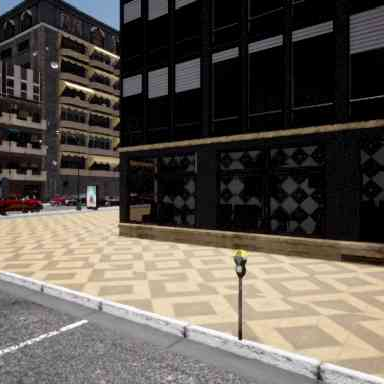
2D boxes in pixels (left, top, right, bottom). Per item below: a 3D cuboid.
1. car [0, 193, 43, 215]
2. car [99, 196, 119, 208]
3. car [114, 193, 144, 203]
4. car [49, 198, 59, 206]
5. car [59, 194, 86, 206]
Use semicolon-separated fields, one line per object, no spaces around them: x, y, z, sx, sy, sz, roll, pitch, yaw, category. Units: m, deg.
-15.571;1.029;28.771;2.192;1.841;5.009;1;2;35;car
-9.197;1.073;37.857;1.947;1.339;4.313;1;2;35;car
-9.718;0.834;51.698;2.008;1.369;4.403;2;2;35;car
-16.091;1.075;42.621;1.802;1.307;4.206;1;2;35;car
-13.570;0.976;41.726;2.128;1.511;4.902;0;1;35;car
